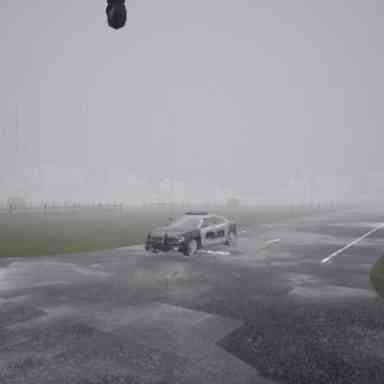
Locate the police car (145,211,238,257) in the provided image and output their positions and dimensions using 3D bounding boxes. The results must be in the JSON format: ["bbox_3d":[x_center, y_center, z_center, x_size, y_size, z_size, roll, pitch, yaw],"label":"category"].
[{"bbox_3d":[0.119,1.654,14.267,1.930,1.638,5.238,-2,-2,35],"label":"police car"}]
